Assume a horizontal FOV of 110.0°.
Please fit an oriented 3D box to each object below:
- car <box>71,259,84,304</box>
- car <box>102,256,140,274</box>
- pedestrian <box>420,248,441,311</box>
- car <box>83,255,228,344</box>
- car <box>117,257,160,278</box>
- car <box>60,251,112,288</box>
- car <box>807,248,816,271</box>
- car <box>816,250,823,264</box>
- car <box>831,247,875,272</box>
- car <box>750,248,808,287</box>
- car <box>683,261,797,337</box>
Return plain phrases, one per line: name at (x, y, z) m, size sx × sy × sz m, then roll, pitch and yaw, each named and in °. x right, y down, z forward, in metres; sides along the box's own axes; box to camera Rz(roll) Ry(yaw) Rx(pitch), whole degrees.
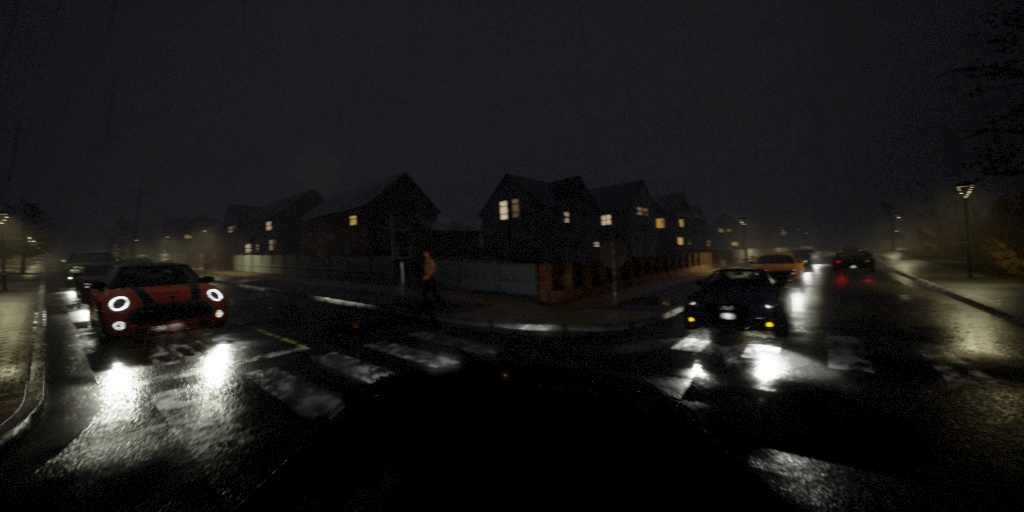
car at (-17.198, 1.038, 15.401) m, size 5.008 × 1.535 × 1.882 m, roll 0°, pitch 2°, yaw 37°
car at (-38.891, 0.846, 35.652) m, size 4.902 × 1.511 × 2.128 m, roll 0°, pitch 2°, yaw 38°
pedestrian at (-2.388, 0.643, 10.297) m, size 0.375 × 1.860 × 0.375 m, roll -3°, pitch -3°, yaw 38°
car at (-9.185, 0.959, 9.240) m, size 4.553 × 1.767 × 2.097 m, roll 0°, pitch 2°, yaw 38°
car at (-30.490, 0.878, 29.251) m, size 5.008 × 1.535 × 1.882 m, roll 0°, pitch 2°, yaw 38°
car at (-25.715, 0.733, 21.946) m, size 5.566 × 2.045 × 2.150 m, roll 0°, pitch 2°, yaw 38°
car at (20.331, 0.298, 25.764) m, size 1.812 × 1.442 × 4.674 m, roll -3°, pitch -1°, yaw 43°
car at (27.853, -0.024, 33.806) m, size 1.812 × 1.442 × 4.674 m, roll -3°, pitch -1°, yaw 44°
car at (21.644, 0.291, 22.860) m, size 1.895 × 1.301 × 4.718 m, roll -3°, pitch 0°, yaw 42°
car at (12.881, 0.584, 17.413) m, size 1.882 × 1.535 × 5.008 m, roll -3°, pitch 0°, yaw 41°
car at (5.803, 1.014, 9.106) m, size 1.994 × 1.385 × 4.181 m, roll -3°, pitch 0°, yaw 40°
